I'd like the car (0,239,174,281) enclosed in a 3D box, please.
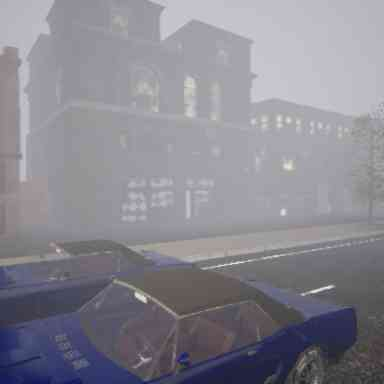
[{"bbox_3d":[-2.288,1.602,6.045,4.718,1.301,1.895,0,0,-35],"label":"car"}]

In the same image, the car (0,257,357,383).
[{"bbox_3d":[-0.401,1.602,3.398,4.718,1.301,1.895,0,0,-35],"label":"car"}]
